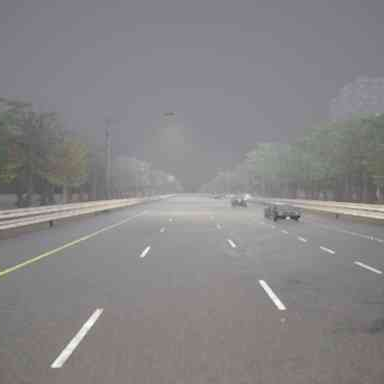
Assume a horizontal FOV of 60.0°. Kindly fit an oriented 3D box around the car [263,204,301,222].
[{"bbox_3d":[7.008,1.619,26.418,1.895,1.301,4.718,0,0,0],"label":"car"}]

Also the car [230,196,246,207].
[{"bbox_3d":[7.083,1.396,51.594,2.097,1.767,4.553,0,0,0],"label":"car"}]
